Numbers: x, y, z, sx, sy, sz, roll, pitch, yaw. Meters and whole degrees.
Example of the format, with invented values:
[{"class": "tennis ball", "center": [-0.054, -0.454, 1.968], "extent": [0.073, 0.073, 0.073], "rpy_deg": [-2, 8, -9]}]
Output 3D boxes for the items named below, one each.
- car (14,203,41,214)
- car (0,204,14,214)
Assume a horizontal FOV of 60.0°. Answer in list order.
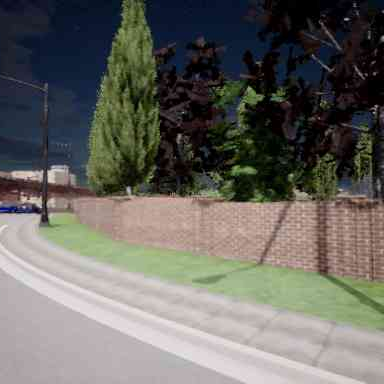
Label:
[{"class": "car", "center": [-25.828, 2.561, 52.964], "extent": [2.097, 1.767, 4.553], "rpy_deg": [0, -3, -5]}, {"class": "car", "center": [-29.359, 2.762, 54.156], "extent": [1.882, 1.535, 5.008], "rpy_deg": [-1, -3, -3]}]
